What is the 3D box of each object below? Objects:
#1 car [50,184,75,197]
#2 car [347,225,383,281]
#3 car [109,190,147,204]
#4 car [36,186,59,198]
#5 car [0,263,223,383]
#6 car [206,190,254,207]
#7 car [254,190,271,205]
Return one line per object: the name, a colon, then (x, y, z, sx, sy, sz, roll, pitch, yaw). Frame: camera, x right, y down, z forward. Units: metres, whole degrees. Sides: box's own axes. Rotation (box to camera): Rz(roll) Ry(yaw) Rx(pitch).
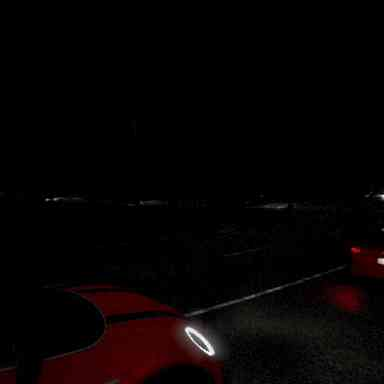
car: (-22.920, -0.371, 58.261, 5.566, 2.045, 2.150, 2, 4, 33)
car: (5.802, 1.476, 8.665, 4.181, 1.385, 1.994, -1, 1, -41)
car: (-8.990, 0.703, 45.001, 5.008, 1.535, 1.882, 2, 4, 33)
car: (-24.833, 0.219, 55.359, 4.892, 1.490, 1.837, 2, 4, 33)
car: (-1.912, 1.351, 2.571, 4.553, 1.767, 2.097, 0, 0, -35)
car: (3.848, 0.842, 36.677, 4.902, 1.511, 2.128, 0, 3, 33)
car: (6.807, 0.533, 38.926, 4.553, 1.767, 2.097, -1, 2, 33)
